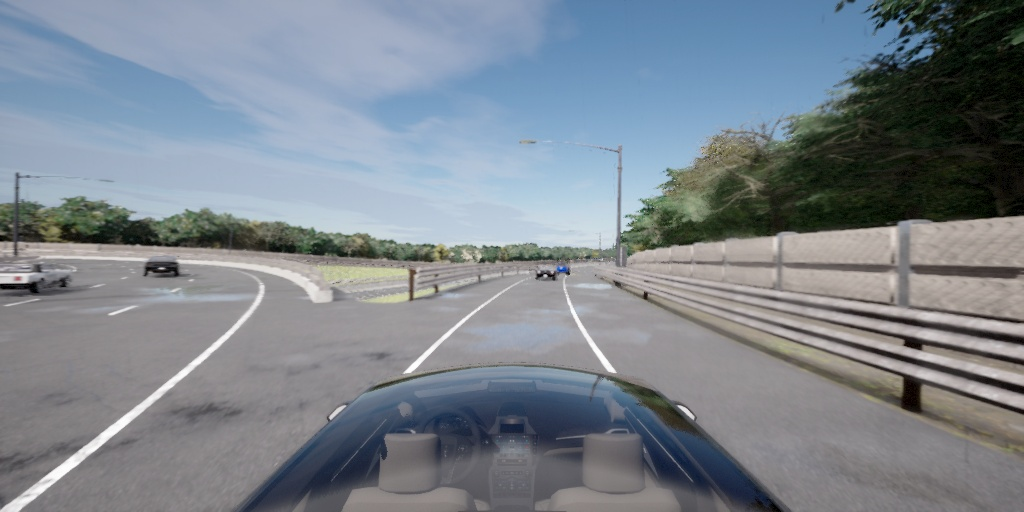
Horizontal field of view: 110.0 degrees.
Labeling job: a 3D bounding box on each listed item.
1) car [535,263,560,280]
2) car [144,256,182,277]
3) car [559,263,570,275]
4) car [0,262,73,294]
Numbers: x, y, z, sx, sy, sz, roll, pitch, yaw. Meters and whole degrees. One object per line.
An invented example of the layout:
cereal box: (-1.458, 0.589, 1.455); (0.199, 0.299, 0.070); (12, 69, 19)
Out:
car: (3.389, 1.581, 34.796); (1.895, 1.301, 4.718); (1, -1, 9)
car: (-26.864, 0.708, 27.619); (1.882, 1.535, 5.008); (1, 0, -43)
car: (8.730, 2.247, 61.944); (2.150, 2.045, 5.566); (1, -3, 14)
car: (-21.596, 0.932, 15.832); (1.895, 1.301, 4.718); (1, 0, -36)
